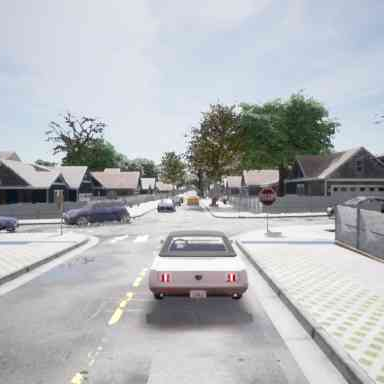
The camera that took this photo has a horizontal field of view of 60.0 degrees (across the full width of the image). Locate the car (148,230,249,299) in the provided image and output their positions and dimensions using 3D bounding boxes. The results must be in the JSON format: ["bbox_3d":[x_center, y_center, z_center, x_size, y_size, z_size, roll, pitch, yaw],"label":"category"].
[{"bbox_3d":[0.120,1.595,8.356,1.895,1.301,4.718,0,0,0],"label":"car"}]

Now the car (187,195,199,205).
[{"bbox_3d":[0.202,1.375,56.046,1.882,1.535,5.008,0,0,0],"label":"car"}]

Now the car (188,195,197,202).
[{"bbox_3d":[0.143,1.391,76.136,2.128,1.511,4.902,0,0,0],"label":"car"}]

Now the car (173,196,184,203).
[{"bbox_3d":[-2.643,1.480,67.028,1.895,1.301,4.718,0,0,0],"label":"car"}]

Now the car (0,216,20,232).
[{"bbox_3d":[-13.004,1.815,20.207,4.674,1.442,1.812,-2,0,2],"label":"car"}]

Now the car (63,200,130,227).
[{"bbox_3d":[-6.848,1.453,23.931,4.553,1.767,2.097,-2,0,-38],"label":"car"}]

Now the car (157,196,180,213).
[{"bbox_3d":[-2.779,1.483,37.029,2.033,1.411,5.357,0,0,0],"label":"car"}]

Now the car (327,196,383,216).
[{"bbox_3d":[12.049,1.075,23.362,4.902,1.511,2.128,-2,0,0],"label":"car"}]

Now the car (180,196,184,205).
[{"bbox_3d":[-2.713,1.429,52.433,1.812,1.442,4.674,0,0,0],"label":"car"}]
